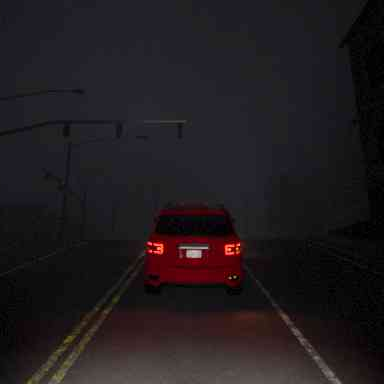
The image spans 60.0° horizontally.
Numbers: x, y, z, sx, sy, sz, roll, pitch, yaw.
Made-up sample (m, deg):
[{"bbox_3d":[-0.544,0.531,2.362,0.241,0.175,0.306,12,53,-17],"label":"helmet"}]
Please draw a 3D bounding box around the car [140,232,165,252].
[{"bbox_3d":[-3.655,4.786,31.415,1.812,1.442,4.674,0,-14,0],"label":"car"}]

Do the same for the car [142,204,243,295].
[{"bbox_3d":[0.068,1.346,9.221,2.150,2.045,5.566,1,-1,1],"label":"car"}]
